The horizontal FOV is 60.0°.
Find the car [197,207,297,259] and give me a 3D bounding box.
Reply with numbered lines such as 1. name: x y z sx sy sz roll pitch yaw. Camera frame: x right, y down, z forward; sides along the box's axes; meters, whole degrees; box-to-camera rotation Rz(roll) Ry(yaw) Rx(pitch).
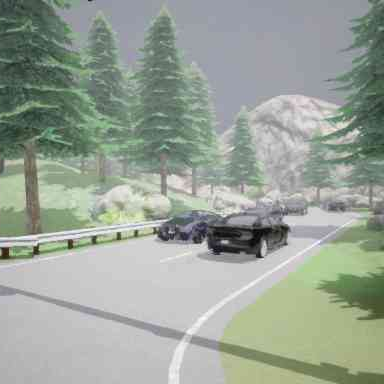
1. car: 2.379 1.540 12.974 1.882 1.535 5.008 0 -1 32

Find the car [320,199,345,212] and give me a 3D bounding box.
1. car: 16.846 1.595 39.900 1.837 1.490 4.892 3 0 7

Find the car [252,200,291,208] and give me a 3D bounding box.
1. car: 5.381 1.505 24.671 2.128 1.511 4.902 0 0 32

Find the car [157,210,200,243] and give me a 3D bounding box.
1. car: 0.150 1.573 16.212 1.994 1.385 4.181 0 0 32

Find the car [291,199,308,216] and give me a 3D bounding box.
1. car: 10.532 1.524 33.494 1.837 1.490 4.892 0 0 25
